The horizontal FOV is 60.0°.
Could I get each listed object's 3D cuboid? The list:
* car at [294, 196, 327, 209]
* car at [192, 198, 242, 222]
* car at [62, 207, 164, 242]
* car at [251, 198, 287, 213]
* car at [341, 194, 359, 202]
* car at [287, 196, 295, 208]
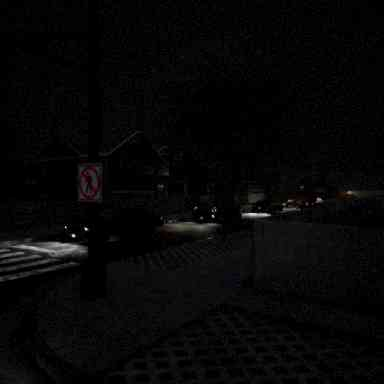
[{"bbox_3d":[13.176,1.258,36.093,2.033,1.411,5.357,0,1,34],"label":"car"},{"bbox_3d":[1.908,1.186,24.644,2.097,1.767,4.553,0,1,34],"label":"car"},{"bbox_3d":[-3.608,1.460,16.446,2.033,1.411,5.357,0,1,34],"label":"car"},{"bbox_3d":[7.452,1.317,32.838,1.994,1.385,4.181,0,1,35],"label":"car"},{"bbox_3d":[24.588,1.021,51.659,1.882,1.535,5.008,0,1,39],"label":"car"},{"bbox_3d":[13.085,1.196,41.082,1.812,1.442,4.674,0,1,34],"label":"car"}]
